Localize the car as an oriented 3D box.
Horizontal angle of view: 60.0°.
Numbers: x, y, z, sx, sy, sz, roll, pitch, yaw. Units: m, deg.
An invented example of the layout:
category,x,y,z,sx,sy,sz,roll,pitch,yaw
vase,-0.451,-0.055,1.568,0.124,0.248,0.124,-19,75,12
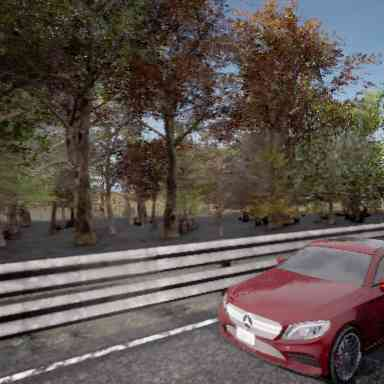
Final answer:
category,x,y,z,sx,sy,sz,roll,pitch,yaw
car,2.558,1.535,5.495,4.674,1.442,1.812,0,0,-36
